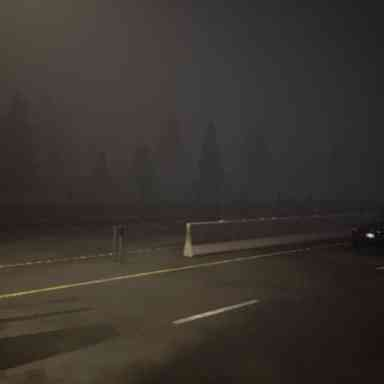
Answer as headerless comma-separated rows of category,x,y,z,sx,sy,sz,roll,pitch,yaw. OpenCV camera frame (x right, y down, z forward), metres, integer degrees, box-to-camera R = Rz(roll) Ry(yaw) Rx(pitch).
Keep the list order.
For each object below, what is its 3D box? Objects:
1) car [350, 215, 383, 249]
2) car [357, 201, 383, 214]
car,8.635,1.685,14.184,4.181,1.385,1.994,0,-1,-35
car,22.959,1.895,41.389,5.357,1.411,2.033,0,-1,-35
